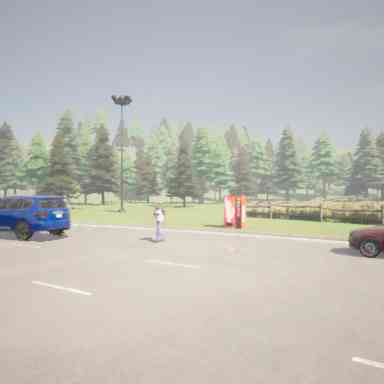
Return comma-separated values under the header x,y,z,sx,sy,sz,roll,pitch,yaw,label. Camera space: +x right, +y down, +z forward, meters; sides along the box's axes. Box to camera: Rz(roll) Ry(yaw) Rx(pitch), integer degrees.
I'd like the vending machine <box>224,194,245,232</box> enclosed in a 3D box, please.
x,y,z,sx,sy,sz,roll,pitch,yaw,label
2.500,1.191,19.379,0.880,2.100,1.100,0,0,30,vending machine

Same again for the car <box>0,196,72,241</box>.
x,y,z,sx,sy,sz,roll,pitch,yaw,label
-8.616,1.211,16.619,5.566,2.045,2.150,0,0,25,car

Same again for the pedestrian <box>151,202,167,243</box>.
x,y,z,sx,sy,sz,roll,pitch,yaw,label
-1.413,1.289,14.617,0.375,1.860,0.375,0,0,29,pedestrian

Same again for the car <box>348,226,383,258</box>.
x,y,z,sx,sy,sz,roll,pitch,yaw,label
7.804,1.526,11.141,4.674,1.442,1.812,0,0,35,car
